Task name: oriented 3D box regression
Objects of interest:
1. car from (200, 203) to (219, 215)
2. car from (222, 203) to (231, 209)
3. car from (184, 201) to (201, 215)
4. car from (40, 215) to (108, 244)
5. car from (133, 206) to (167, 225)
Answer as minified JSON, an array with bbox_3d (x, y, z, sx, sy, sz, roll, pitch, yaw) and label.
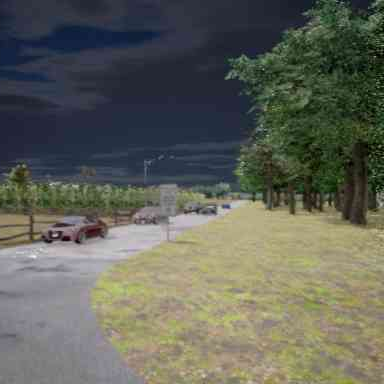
[{"bbox_3d":[2.815,2.704,50.651,1.812,1.442,4.674,-1,-1,10],"label":"car"},{"bbox_3d":[8.335,3.358,81.164,1.882,1.535,5.008,-1,-1,10],"label":"car"},{"bbox_3d":[0.228,2.454,52.368,2.150,2.045,5.566,-1,-2,10],"label":"car"},{"bbox_3d":[-6.205,1.954,17.972,1.994,1.385,4.181,-1,-2,11],"label":"car"},{"bbox_3d":[-3.828,2.073,30.883,2.097,1.767,4.553,-1,-2,10],"label":"car"}]
